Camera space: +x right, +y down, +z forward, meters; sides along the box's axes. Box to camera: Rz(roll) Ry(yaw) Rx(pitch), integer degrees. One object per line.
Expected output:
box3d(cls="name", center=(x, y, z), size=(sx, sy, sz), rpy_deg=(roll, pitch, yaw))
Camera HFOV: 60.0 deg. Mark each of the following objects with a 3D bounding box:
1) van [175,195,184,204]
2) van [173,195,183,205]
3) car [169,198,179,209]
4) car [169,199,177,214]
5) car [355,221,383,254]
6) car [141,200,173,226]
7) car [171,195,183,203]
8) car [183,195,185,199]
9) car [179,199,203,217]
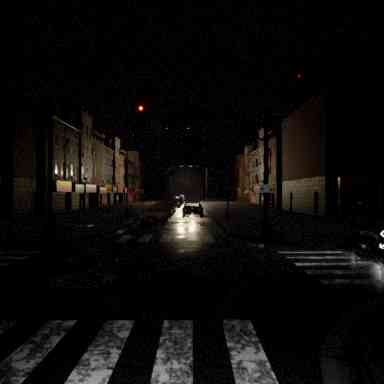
box3d(cls="van", center=(-2.581, 1.463, 68.880), size=(1.690, 1.788, 3.998), rpy_deg=(0, 0, 0))
box3d(cls="van", center=(-2.585, 1.446, 63.275), size=(1.690, 1.788, 3.998), rpy_deg=(0, 0, 0))
box3d(cls="car", center=(-2.608, 1.617, 35.247), size=(1.802, 1.307, 4.206), rpy_deg=(0, 0, 0))
box3d(cls="car", center=(-2.612, 1.570, 29.642), size=(1.887, 1.381, 4.507), rpy_deg=(0, 0, 0))
box3d(cls="car", center=(8.358, 1.346, 11.846), size=(4.553, 1.767, 2.097), rpy_deg=(0, 0, 0))
box3d(cls="car", center=(-2.616, 1.542, 23.867), size=(1.752, 1.417, 4.829), rpy_deg=(0, 0, 0))
box3d(cls="car", center=(-2.599, 1.500, 46.458), size=(1.967, 1.590, 4.097), rpy_deg=(0, 0, 0))
box3d(cls="car", center=(-2.594, 1.514, 52.063), size=(1.967, 1.590, 4.097), rpy_deg=(0, 0, 0))
box3d(cls="car", center=(0.079, 1.629, 31.685), size=(1.895, 1.301, 4.718), rpy_deg=(0, 0, 1))
